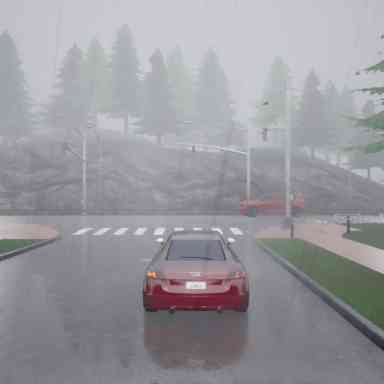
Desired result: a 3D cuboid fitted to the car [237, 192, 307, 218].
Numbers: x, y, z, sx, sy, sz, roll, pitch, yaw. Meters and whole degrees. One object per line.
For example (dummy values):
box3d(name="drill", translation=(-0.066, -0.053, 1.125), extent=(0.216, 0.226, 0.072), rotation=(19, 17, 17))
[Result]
box3d(name="car", translation=(6.507, 1.059, 27.223), extent=(5.566, 2.045, 2.150), rotation=(0, 0, 0))

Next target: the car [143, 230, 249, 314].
box3d(name="car", translation=(0.084, 1.564, 7.685), extent=(1.994, 1.385, 4.181), rotation=(0, 0, 0))
